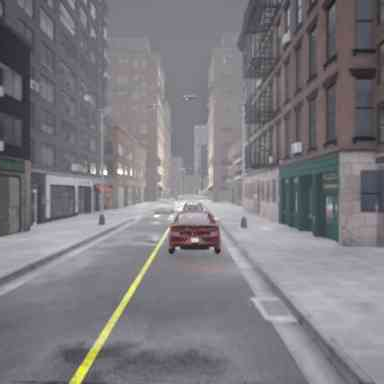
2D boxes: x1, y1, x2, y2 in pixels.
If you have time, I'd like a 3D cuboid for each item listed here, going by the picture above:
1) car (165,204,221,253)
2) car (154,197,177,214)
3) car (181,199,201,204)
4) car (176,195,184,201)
[{"bbox_3d":[0.098,1.470,13.737,1.882,1.535,5.008,0,0,0],"label":"car"},{"bbox_3d":[-2.849,1.498,35.109,1.812,1.442,4.674,0,0,0],"label":"car"},{"bbox_3d":[0.094,1.576,32.569,1.895,1.301,4.718,0,0,0],"label":"car"},{"bbox_3d":[-2.761,1.378,75.975,2.128,1.511,4.902,0,0,0],"label":"car"}]
